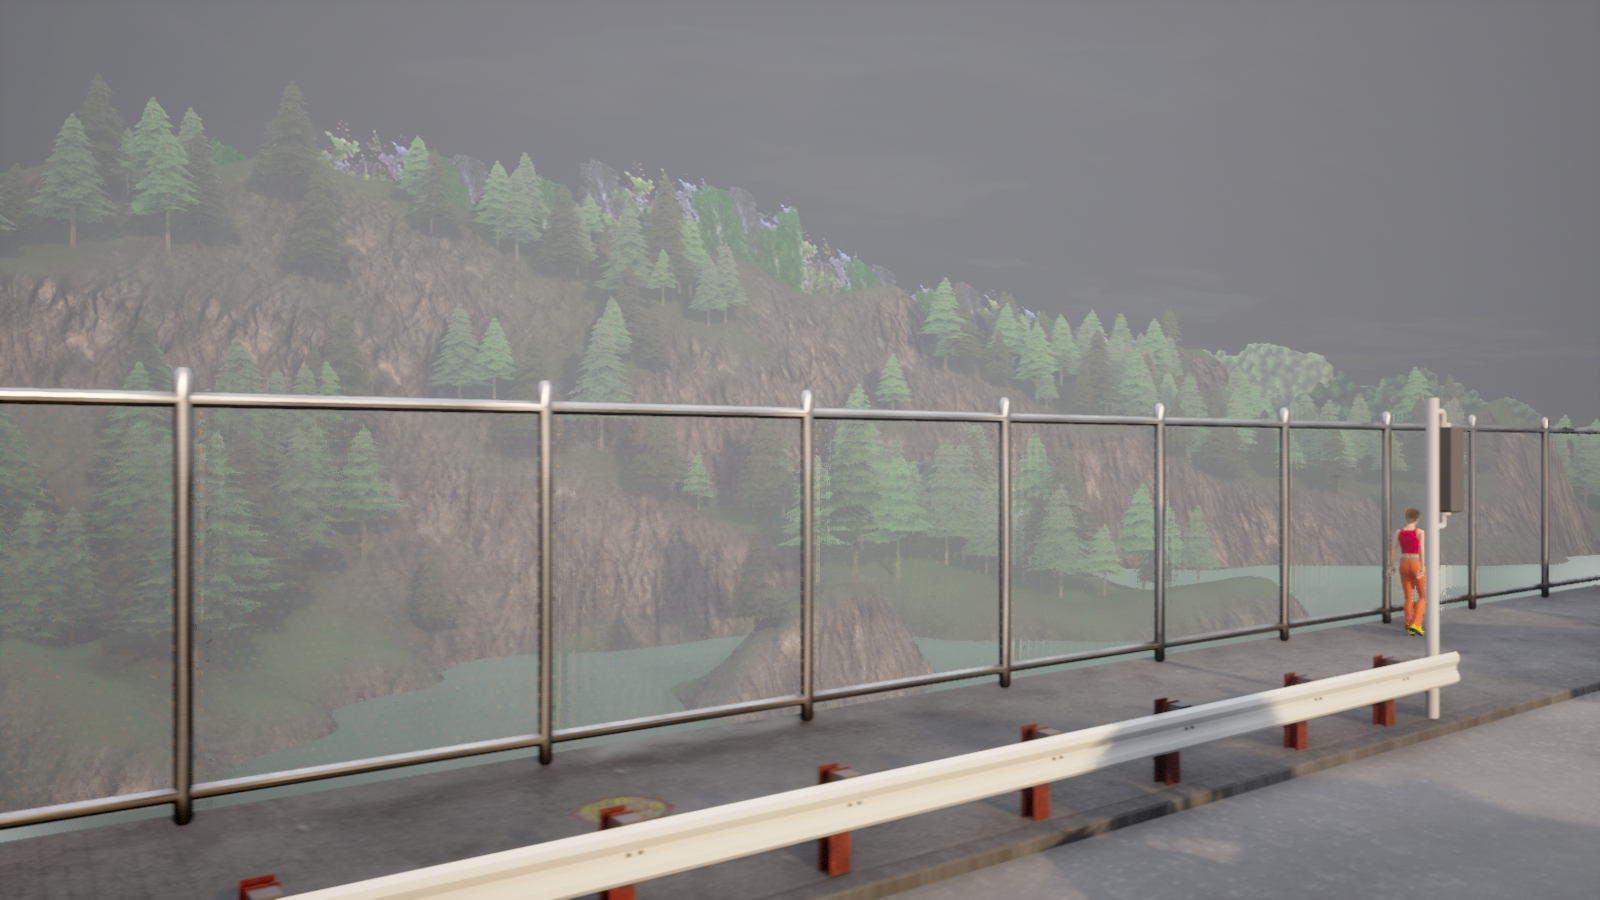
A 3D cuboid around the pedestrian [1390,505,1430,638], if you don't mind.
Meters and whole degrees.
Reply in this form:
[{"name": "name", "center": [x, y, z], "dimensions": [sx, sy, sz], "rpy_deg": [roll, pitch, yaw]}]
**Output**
[{"name": "pedestrian", "center": [8.818, 1.744, 16.519], "dimensions": [0.375, 1.860, 0.375], "rpy_deg": [0, 0, -36]}]
